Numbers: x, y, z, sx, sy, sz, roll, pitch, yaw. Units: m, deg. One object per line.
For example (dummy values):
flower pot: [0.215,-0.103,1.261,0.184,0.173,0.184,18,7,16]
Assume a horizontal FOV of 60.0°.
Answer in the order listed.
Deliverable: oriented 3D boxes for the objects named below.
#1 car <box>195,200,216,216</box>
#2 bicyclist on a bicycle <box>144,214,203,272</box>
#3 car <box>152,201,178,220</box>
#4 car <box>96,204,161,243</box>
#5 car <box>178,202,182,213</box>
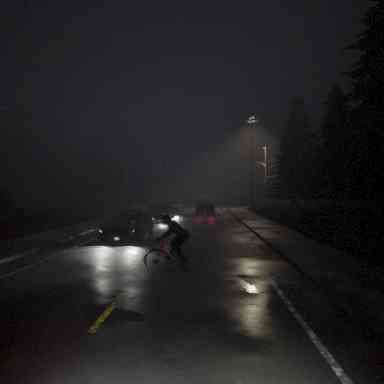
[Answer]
car: [1.290,1.491,32.588,2.128,1.511,4.902,0,0,2]
bicyclist on a bicycle: [-0.535,1.451,9.279,1.656,1.620,0.582,-2,0,2]
car: [-2.553,1.546,26.370,2.033,1.411,5.357,0,0,2]
car: [-3.035,1.547,16.460,2.033,1.411,5.357,0,0,2]
car: [-2.222,1.600,35.712,1.895,1.301,4.718,0,0,3]
